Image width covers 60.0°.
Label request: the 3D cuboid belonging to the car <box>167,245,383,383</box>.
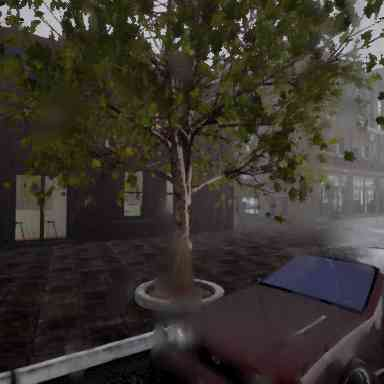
[{"bbox_3d":[2.327,1.548,4.761,5.357,1.411,2.033,0,0,-36],"label":"car"}]
